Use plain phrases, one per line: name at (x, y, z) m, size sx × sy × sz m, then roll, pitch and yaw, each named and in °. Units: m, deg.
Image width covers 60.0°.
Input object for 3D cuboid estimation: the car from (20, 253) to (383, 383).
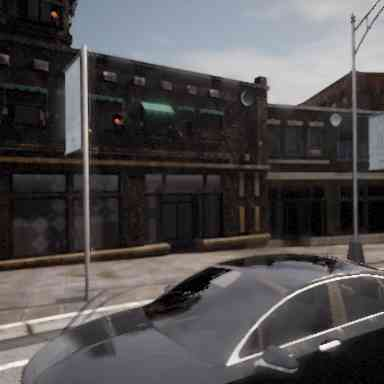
car at (0.814, 1.529, 3.621) m, size 4.892 × 1.490 × 1.837 m, roll 0°, pitch -1°, yaw -28°
